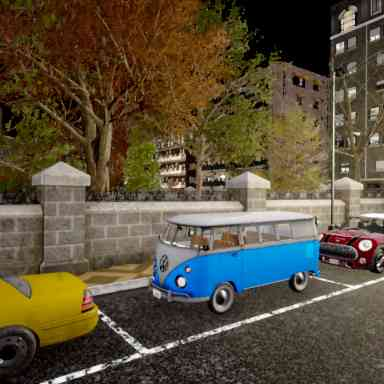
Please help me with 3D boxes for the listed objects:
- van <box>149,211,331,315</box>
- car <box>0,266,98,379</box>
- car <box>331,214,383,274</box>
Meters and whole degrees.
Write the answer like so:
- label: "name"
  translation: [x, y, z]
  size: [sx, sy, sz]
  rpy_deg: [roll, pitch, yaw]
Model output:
- label: "van"
  translation: [1.072, 1.342, 7.305]
  size: [3.998, 1.788, 1.690]
  rpy_deg: [0, 1, -35]
- label: "car"
  translation: [-3.641, 1.525, 3.952]
  size: [4.829, 1.417, 1.752]
  rpy_deg: [0, 1, -35]
- label: "car"
  translation: [5.643, 1.442, 10.563]
  size: [4.097, 1.590, 1.967]
  rpy_deg: [0, 1, -35]
